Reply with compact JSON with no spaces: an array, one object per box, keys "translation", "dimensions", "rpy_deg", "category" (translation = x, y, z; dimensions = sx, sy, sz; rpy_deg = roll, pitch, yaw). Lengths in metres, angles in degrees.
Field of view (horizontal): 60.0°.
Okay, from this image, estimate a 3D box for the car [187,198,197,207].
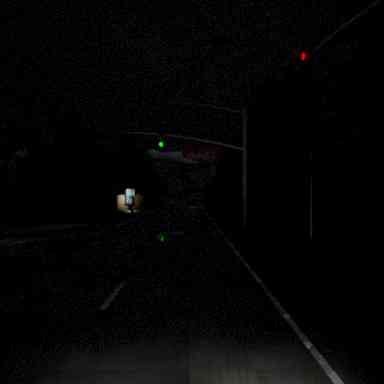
[{"translation":[-0.045,1.950,60.623],"dimensions":[1.837,1.490,4.892],"rpy_deg":[0,0,0],"category":"car"}]
